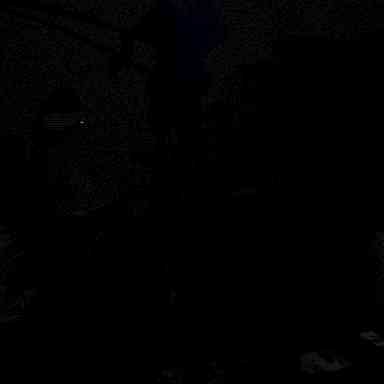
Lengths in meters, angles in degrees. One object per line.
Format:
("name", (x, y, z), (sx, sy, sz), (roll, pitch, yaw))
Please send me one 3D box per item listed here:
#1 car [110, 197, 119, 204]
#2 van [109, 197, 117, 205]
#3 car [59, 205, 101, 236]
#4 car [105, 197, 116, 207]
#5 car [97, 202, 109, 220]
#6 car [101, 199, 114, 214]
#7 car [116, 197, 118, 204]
("car", (-20.957, 2.250, 90.402), (2.192, 1.841, 5.009), (-1, 0, -11))
("van", (-18.772, 2.163, 79.555), (1.690, 1.788, 3.998), (-1, 0, -11))
("car", (-6.755, 1.748, 19.897), (1.887, 1.381, 4.507), (-1, 0, -11))
("car", (-12.218, 1.924, 47.014), (1.967, 1.590, 4.097), (-1, 0, -11))
("car", (-8.939, 1.897, 30.744), (1.802, 1.307, 4.206), (-1, 0, -11))
("car", (-11.124, 1.972, 41.590), (1.887, 1.381, 4.507), (-1, 0, -11))
("car", (-15.492, 2.203, 63.284), (2.008, 1.369, 4.403), (-1, 0, -11))
